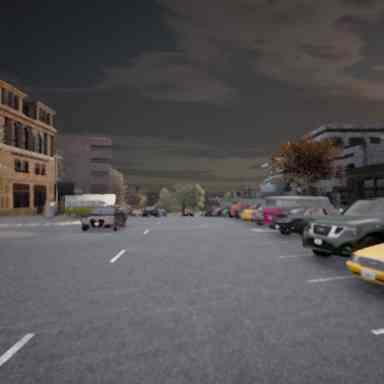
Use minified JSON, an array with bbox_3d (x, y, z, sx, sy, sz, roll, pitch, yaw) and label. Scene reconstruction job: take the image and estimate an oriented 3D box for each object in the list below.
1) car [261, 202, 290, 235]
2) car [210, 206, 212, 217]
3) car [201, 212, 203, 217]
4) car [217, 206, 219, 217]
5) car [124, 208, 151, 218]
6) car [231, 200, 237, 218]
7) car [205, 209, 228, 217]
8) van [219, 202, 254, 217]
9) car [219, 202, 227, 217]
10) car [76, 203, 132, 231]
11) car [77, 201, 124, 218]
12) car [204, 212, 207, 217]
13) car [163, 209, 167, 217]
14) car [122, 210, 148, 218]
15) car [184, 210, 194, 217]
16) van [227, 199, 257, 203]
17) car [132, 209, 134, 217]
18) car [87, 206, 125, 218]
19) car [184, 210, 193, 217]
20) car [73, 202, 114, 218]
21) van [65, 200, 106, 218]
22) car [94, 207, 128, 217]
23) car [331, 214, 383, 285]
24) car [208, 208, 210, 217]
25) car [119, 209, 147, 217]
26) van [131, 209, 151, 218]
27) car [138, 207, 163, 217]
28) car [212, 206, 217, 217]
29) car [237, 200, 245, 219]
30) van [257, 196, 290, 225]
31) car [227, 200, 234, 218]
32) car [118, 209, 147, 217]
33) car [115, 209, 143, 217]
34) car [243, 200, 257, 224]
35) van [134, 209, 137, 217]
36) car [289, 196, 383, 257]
[{"bbox_3d":[6.357,1.440,16.792,4.892,1.521,2.231,1,-1,-20],"label":"car"},{"bbox_3d":[5.928,3.165,54.823,4.553,1.767,2.185,2,-5,-21],"label":"car"},{"bbox_3d":[5.411,5.307,81.137,4.553,1.767,2.185,3,-6,-21],"label":"car"},{"bbox_3d":[6.130,2.534,43.109,4.674,1.452,2.002,2,-4,-21],"label":"car"},{"bbox_3d":[-12.270,4.713,75.170,5.566,2.045,2.435,1,-5,-21],"label":"car"},{"bbox_3d":[6.290,1.716,28.483,4.892,1.521,2.231,2,-3,-20],"label":"car"},{"bbox_3d":[5.543,4.790,75.295,4.553,1.767,2.185,3,-6,-21],"label":"car"},{"bbox_3d":[6.198,2.464,46.098,4.442,1.987,1.878,2,-4,-21],"label":"van"},{"bbox_3d":[6.167,2.349,40.176,4.674,1.452,2.002,2,-4,-21],"label":"car"},{"bbox_3d":[-5.175,1.569,20.083,1.994,1.385,4.181,0,-1,0],"label":"car"},{"bbox_3d":[-11.661,2.231,42.375,5.566,2.045,2.435,1,-4,-21],"label":"car"},{"bbox_3d":[5.835,3.704,63.631,5.566,2.045,2.435,3,-5,-21],"label":"car"},{"bbox_3d":[-5.584,3.762,60.242,1.812,1.442,4.674,0,-4,0],"label":"car"},{"bbox_3d":[-12.354,4.701,72.113,5.366,1.575,1.946,1,-5,-21],"label":"car"},{"bbox_3d":[-0.622,4.133,64.143,1.895,1.301,4.718,0,-4,-1],"label":"car"},{"bbox_3d":[6.341,1.752,34.387,4.442,1.987,1.878,2,-3,-21],"label":"van"},{"bbox_3d":[-11.774,2.958,51.315,4.553,1.767,2.185,1,-4,-21],"label":"car"},{"bbox_3d":[-11.745,2.704,45.313,4.792,1.488,2.163,1,-4,-21],"label":"car"},{"bbox_3d":[-0.822,4.784,74.177,1.895,1.301,4.718,0,-5,-1],"label":"car"},{"bbox_3d":[-11.675,2.166,39.352,4.553,1.767,2.185,0,-4,-21],"label":"car"},{"bbox_3d":[-11.498,1.889,36.423,4.442,1.987,1.878,1,-3,-21],"label":"van"},{"bbox_3d":[-11.755,2.916,48.311,4.674,1.452,2.002,1,-4,-21],"label":"car"},{"bbox_3d":[6.229,1.433,7.923,5.366,1.575,1.946,1,0,-20],"label":"car"},{"bbox_3d":[5.904,3.507,57.745,4.892,1.521,2.231,2,-5,-21],"label":"car"},{"bbox_3d":[-12.291,4.451,69.132,5.366,1.575,1.946,1,-5,-21],"label":"car"},{"bbox_3d":[-12.488,5.269,81.099,4.442,1.987,1.878,1,-5,-21],"label":"van"},{"bbox_3d":[-5.386,2.634,43.989,2.033,1.411,5.357,0,-4,0],"label":"car"},{"bbox_3d":[6.053,2.881,48.968,5.008,1.535,2.097,2,-4,-21],"label":"car"},{"bbox_3d":[6.480,1.618,25.630,5.366,1.575,1.946,1,-2,-20],"label":"car"},{"bbox_3d":[6.460,1.256,19.759,4.442,1.987,1.878,1,-2,-20],"label":"van"},{"bbox_3d":[6.265,1.834,31.407,5.008,1.535,2.097,2,-3,-21],"label":"car"},{"bbox_3d":[-11.888,4.211,66.285,5.366,1.575,1.946,1,-5,-21],"label":"car"},{"bbox_3d":[-11.976,4.005,63.247,4.792,1.488,2.163,1,-5,-21],"label":"car"},{"bbox_3d":[6.337,1.539,22.637,4.892,1.521,2.231,1,-1,-20],"label":"car"},{"bbox_3d":[-11.745,3.072,54.347,4.442,1.987,1.878,1,-5,-21],"label":"van"},{"bbox_3d":[6.371,1.171,10.913,5.566,2.045,2.435,1,0,-20],"label":"car"}]
